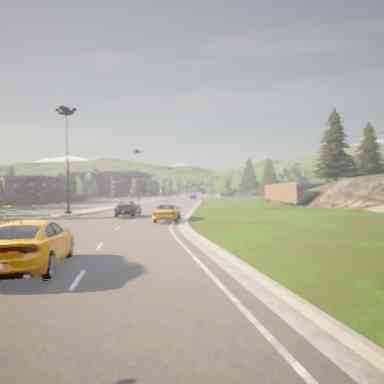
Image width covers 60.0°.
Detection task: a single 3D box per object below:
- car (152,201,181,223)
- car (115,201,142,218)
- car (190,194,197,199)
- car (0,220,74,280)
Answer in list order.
[{"bbox_3d":[-1.906,1.489,25.911,1.801,1.575,5.366,-2,0,2],"label":"car"},{"bbox_3d":[-6.191,1.634,32.535,2.128,1.511,4.902,-2,0,2],"label":"car"},{"bbox_3d":[0.410,1.309,95.422,2.033,1.411,5.357,-2,0,3],"label":"car"},{"bbox_3d":[-4.939,1.601,10.209,1.882,1.535,5.008,-2,0,-10],"label":"car"}]
